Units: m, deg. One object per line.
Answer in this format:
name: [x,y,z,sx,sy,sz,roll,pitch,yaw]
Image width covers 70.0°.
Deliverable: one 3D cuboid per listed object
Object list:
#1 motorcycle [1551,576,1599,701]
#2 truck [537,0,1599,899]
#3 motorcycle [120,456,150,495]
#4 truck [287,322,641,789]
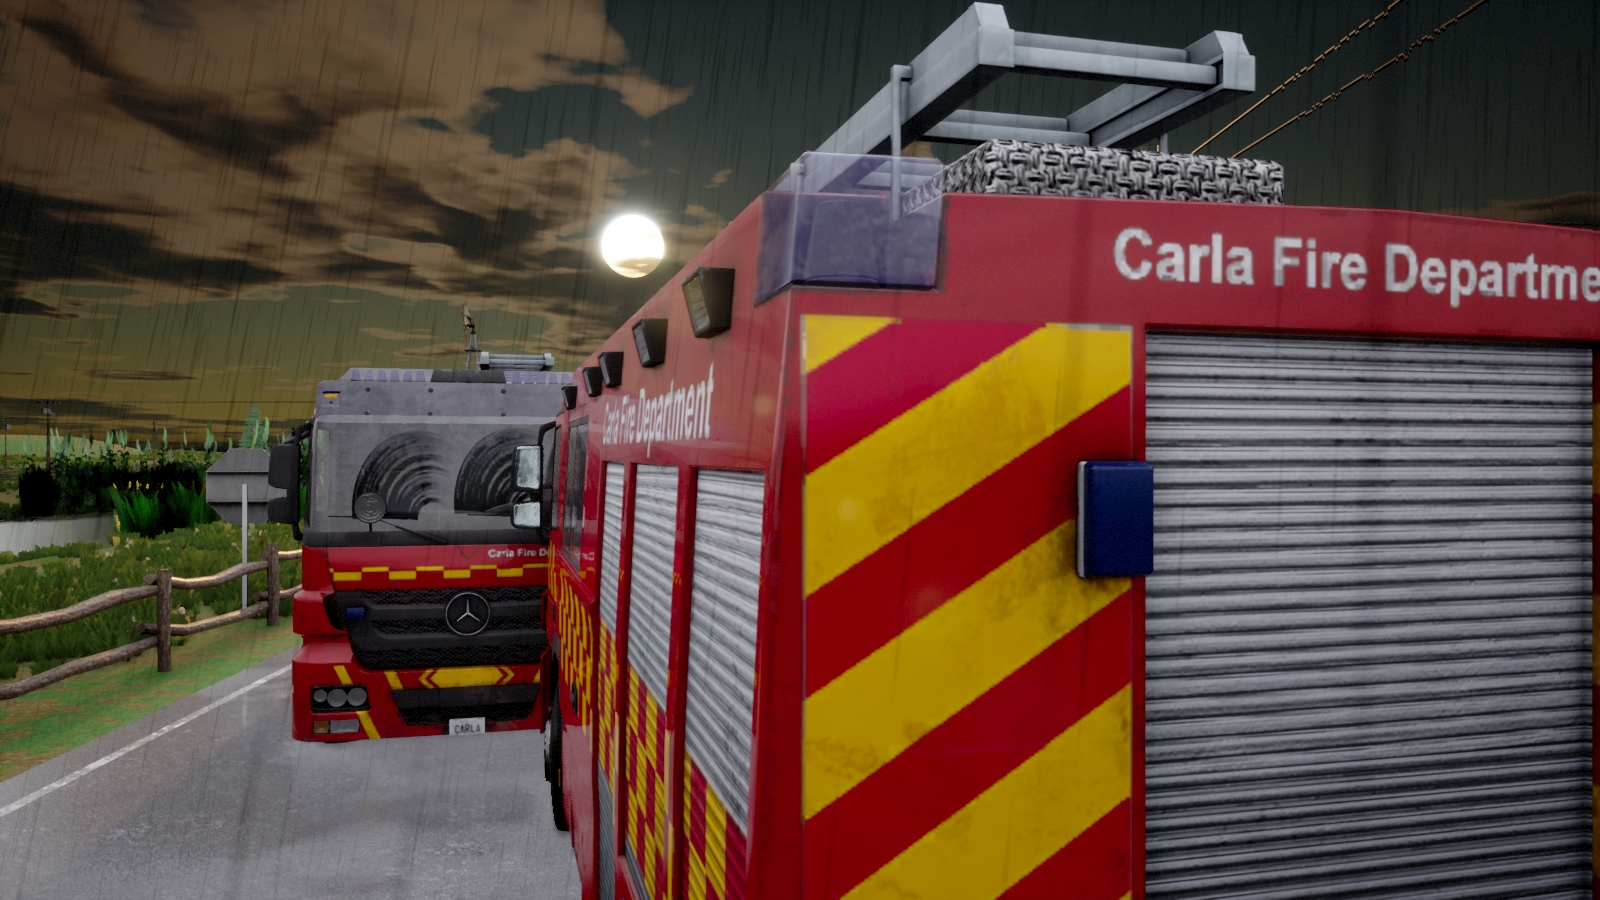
motorcycle: [9.773,2.142,13.104,1.805,1.316,0.856,0,0,-7]
truck: [0.082,0.867,6.873,2.891,3.827,8.468,0,0,-15]
motorcycle: [-41.394,1.577,71.115,0.803,2.348,2.033,0,0,-4]
truck: [-3.921,0.862,13.838,2.891,3.827,8.468,0,0,-15]
